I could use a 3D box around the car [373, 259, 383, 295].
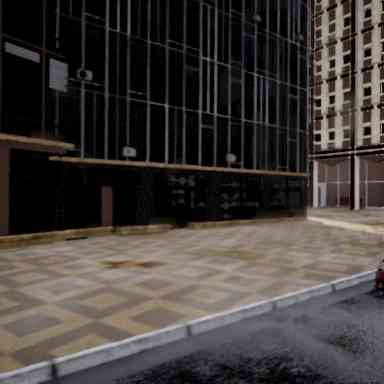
[{"bbox_3d":[5.798,1.554,7.232,4.181,1.385,1.994,0,0,-36],"label":"car"}]
